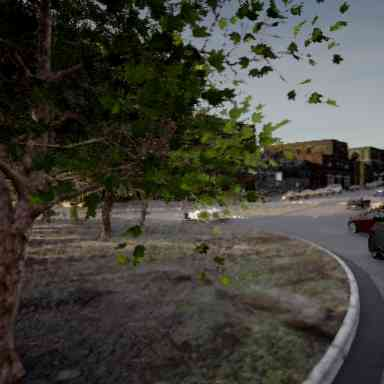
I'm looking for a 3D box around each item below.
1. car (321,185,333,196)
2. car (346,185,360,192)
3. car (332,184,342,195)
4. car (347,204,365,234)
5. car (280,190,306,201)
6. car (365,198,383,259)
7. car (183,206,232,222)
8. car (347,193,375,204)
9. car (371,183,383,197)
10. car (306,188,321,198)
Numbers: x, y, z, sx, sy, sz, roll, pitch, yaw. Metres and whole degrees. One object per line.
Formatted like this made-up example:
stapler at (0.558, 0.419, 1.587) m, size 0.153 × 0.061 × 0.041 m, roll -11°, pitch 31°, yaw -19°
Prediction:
car at (25.721, 0.017, 66.841) m, size 5.366 × 1.575 × 1.946 m, roll -4°, pitch 3°, yaw -43°
car at (37.956, -0.868, 78.399) m, size 4.792 × 1.488 × 2.163 m, roll -4°, pitch 3°, yaw -43°
car at (29.929, -0.547, 70.813) m, size 5.566 × 2.045 × 2.435 m, roll -4°, pitch 3°, yaw -43°
car at (10.339, 1.629, 17.607) m, size 1.882 × 1.535 × 5.008 m, roll 0°, pitch -1°, yaw -6°
car at (17.693, 0.621, 59.274) m, size 5.366 × 1.575 × 1.946 m, roll -4°, pitch 3°, yaw -43°
car at (6.808, 1.307, 9.706) m, size 2.150 × 2.045 × 5.566 m, roll 0°, pitch 0°, yaw 19°
car at (1.280, 1.788, 28.716) m, size 4.674 × 1.442 × 1.812 m, roll -1°, pitch -1°, yaw 44°
car at (20.062, 1.240, 39.862) m, size 1.837 × 1.490 × 4.892 m, roll -1°, pitch 3°, yaw 40°
car at (33.748, -0.138, 58.361) m, size 4.553 × 1.767 × 2.097 m, roll -4°, pitch 2°, yaw -43°
car at (21.710, 0.318, 63.053) m, size 5.366 × 1.575 × 1.946 m, roll -4°, pitch 3°, yaw -43°
